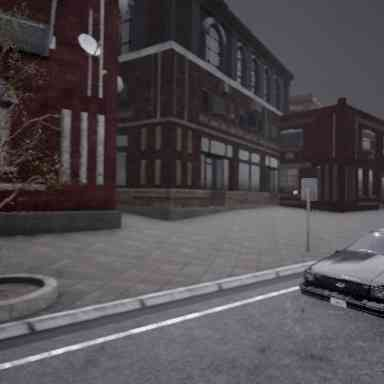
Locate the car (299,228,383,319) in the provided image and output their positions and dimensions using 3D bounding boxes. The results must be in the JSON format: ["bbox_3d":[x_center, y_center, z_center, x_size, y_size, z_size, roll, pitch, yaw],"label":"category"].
[{"bbox_3d":[4.721,1.542,7.366,5.357,1.411,2.033,0,0,-36],"label":"car"}]
